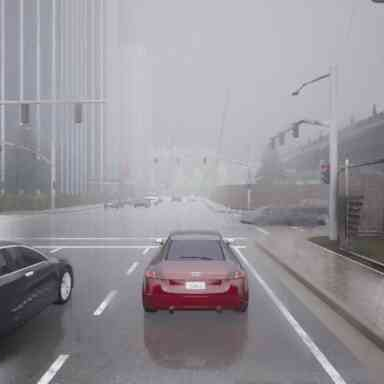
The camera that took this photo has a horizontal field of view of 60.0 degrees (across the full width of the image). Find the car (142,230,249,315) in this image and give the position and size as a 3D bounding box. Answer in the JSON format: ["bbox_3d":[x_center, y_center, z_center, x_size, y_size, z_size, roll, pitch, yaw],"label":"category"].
[{"bbox_3d":[0.069,1.564,7.680,1.994,1.385,4.181,0,0,0],"label":"car"}]

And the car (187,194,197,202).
[{"bbox_3d":[-0.028,1.517,74.585,1.812,1.442,4.674,0,0,0],"label":"car"}]

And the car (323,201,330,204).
[{"bbox_3d":[12.587,1.581,24.608,4.674,1.442,1.812,0,0,0],"label":"car"}]

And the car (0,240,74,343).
[{"bbox_3d":[-3.444,1.505,5.222,1.837,1.490,4.892,0,0,0],"label":"car"}]

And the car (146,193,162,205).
[{"bbox_3d":[-7.096,1.220,58.168,2.150,2.045,5.566,0,0,1],"label":"car"}]

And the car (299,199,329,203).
[{"bbox_3d":[11.136,1.407,31.806,4.553,1.767,2.097,0,0,0],"label":"car"}]

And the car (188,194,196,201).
[{"bbox_3d":[-0.031,1.359,84.694,1.837,1.490,4.892,0,0,0],"label":"car"}]

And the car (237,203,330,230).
[{"bbox_3d":[5.589,1.586,21.091,5.357,1.411,2.033,1,0,0],"label":"car"}]

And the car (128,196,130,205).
[{"bbox_3d":[-10.604,1.504,54.596,1.837,1.490,4.892,0,0,0],"label":"car"}]

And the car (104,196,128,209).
[{"bbox_3d":[-10.609,1.491,45.352,2.128,1.511,4.902,0,0,0],"label":"car"}]

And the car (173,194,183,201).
[{"bbox_3d":[-3.531,1.384,84.693,2.128,1.511,4.902,0,0,0],"label":"car"}]

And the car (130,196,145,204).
[{"bbox_3d":[-10.556,1.546,64.911,2.033,1.411,5.357,0,0,1],"label":"car"}]

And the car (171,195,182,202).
[{"bbox_3d":[-3.528,1.494,74.269,1.837,1.490,4.892,0,0,0],"label":"car"}]

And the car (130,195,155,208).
[{"bbox_3d":[-7.106,1.547,47.978,2.033,1.411,5.357,0,0,0],"label":"car"}]
